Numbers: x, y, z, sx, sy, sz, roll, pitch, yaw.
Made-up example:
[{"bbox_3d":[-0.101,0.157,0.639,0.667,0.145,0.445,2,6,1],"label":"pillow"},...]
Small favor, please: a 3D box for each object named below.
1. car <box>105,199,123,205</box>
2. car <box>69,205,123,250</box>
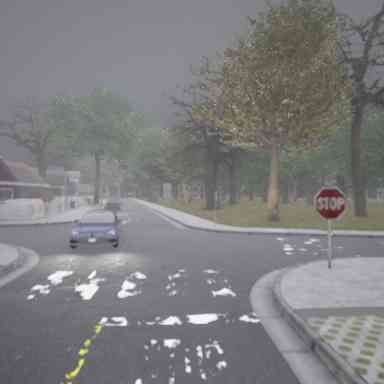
[{"bbox_3d":[-8.867,1.500,37.922,2.033,1.411,5.357,0,0,-13],"label":"car"},{"bbox_3d":[-4.015,1.514,14.559,1.812,1.442,4.674,0,0,-9],"label":"car"}]
